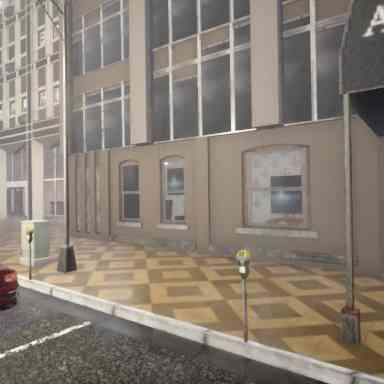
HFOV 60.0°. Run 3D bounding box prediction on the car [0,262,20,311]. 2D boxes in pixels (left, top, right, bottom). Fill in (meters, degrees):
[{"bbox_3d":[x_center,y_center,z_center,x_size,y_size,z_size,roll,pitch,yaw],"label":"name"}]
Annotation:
[{"bbox_3d":[-4.954,1.584,6.419,4.206,1.307,1.802,0,-1,36],"label":"car"}]
